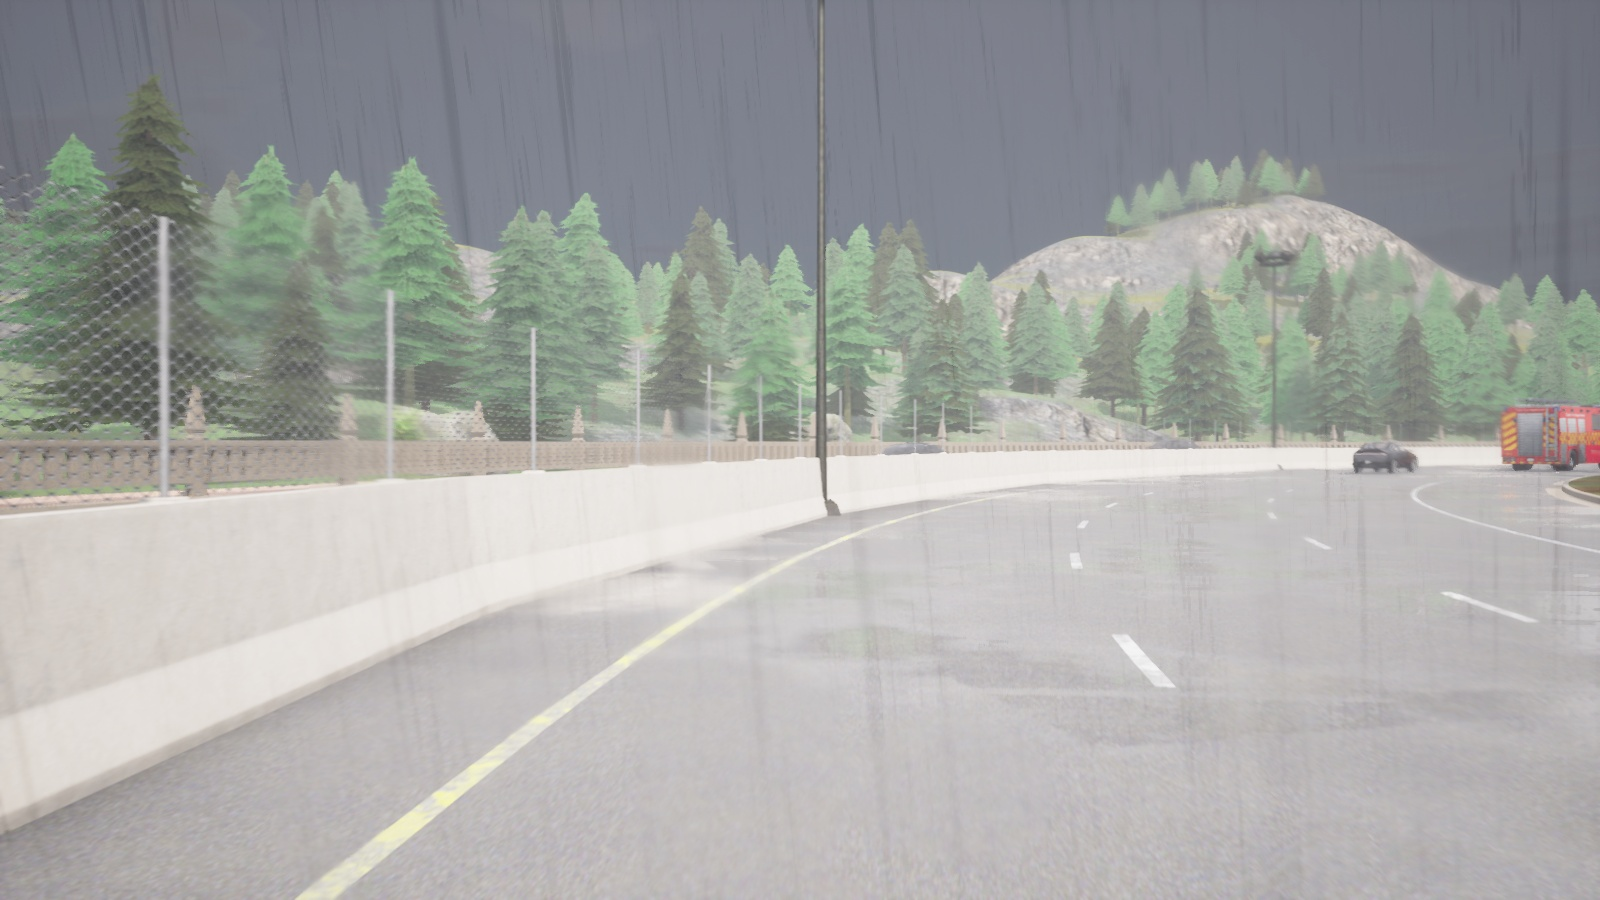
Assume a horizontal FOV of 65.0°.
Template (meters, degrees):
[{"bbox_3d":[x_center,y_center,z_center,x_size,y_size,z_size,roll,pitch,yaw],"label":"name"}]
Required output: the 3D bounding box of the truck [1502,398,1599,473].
[{"bbox_3d":[41.311,-0.742,67.829,8.468,3.827,2.891,0,0,-38],"label":"truck"}]

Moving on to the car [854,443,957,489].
[{"bbox_3d":[3.711,0.512,43.399,1.837,1.490,4.892,0,0,27],"label":"car"}]

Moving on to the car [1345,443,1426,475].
[{"bbox_3d":[28.326,0.401,60.654,2.128,1.511,4.902,0,0,43],"label":"car"}]

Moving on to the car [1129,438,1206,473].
[{"bbox_3d":[19.489,0.257,66.540,2.097,1.767,4.553,0,1,43],"label":"car"}]
